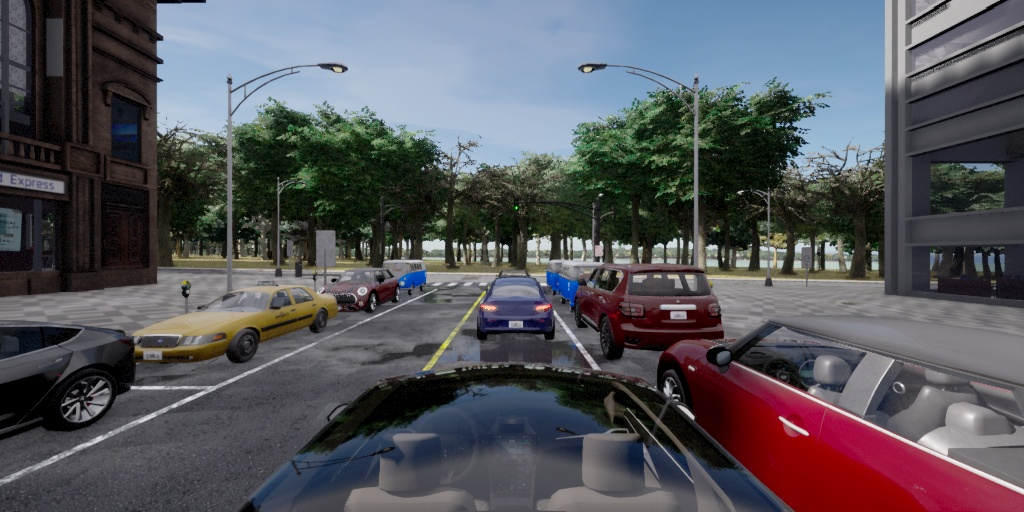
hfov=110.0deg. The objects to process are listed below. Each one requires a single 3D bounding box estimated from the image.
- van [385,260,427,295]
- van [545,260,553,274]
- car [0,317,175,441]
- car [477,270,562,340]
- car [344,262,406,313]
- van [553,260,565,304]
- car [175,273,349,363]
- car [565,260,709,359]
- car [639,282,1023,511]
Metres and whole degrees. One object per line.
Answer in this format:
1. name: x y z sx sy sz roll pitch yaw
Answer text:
1. van: -5.763 1.092 19.207 1.690 1.789 3.998 0 0 0
2. van: 2.762 1.092 19.207 1.690 1.789 3.998 0 0 0
3. car: -5.763 1.316 2.894 1.948 1.339 4.313 0 0 0
4. car: 0.098 1.276 9.870 1.812 1.442 4.674 0 0 0
5. car: -5.763 1.190 13.769 1.967 1.591 4.097 0 0 0
6. van: 2.762 1.091 13.770 1.690 1.789 3.998 0 0 0
7. car: -5.763 1.275 8.162 1.751 1.417 4.829 0 0 0
8. car: 2.762 1.065 8.332 2.192 1.841 5.009 0 0 0
9. car: 2.763 1.190 2.895 1.967 1.591 4.097 0 0 0
